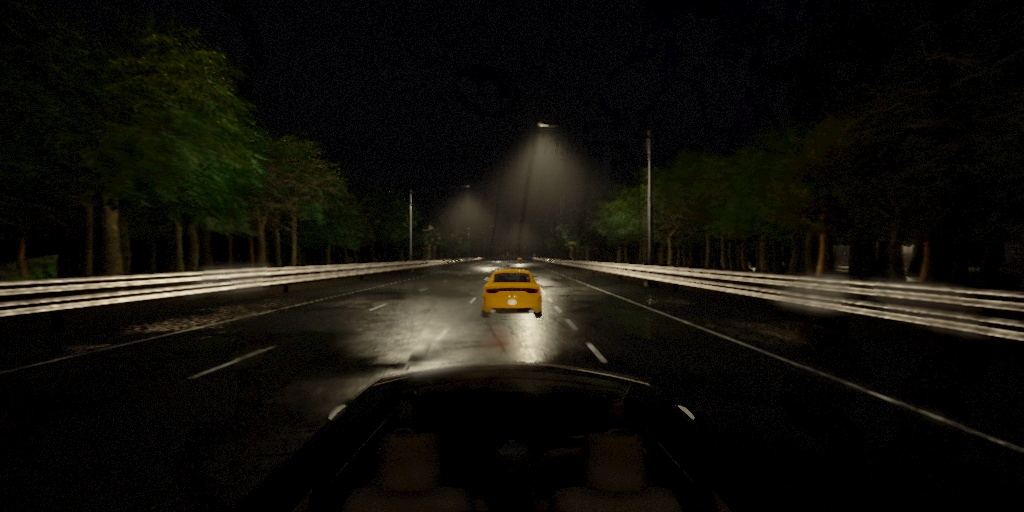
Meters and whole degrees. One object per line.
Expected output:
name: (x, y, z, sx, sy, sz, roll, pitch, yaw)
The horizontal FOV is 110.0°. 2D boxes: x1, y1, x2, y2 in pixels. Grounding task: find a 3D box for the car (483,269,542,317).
car: (0.000, 1.221, 13.197, 1.882, 1.535, 5.008, 0, 0, 0)
